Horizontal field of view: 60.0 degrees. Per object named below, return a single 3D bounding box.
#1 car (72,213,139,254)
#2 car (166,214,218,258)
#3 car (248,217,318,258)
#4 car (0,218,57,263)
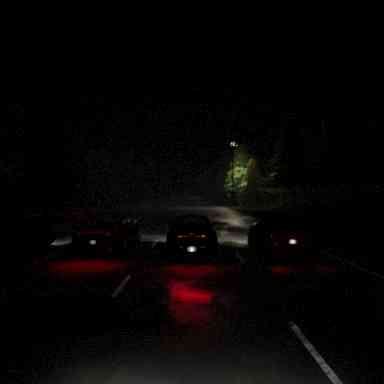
[{"bbox_3d":[-3.487,1.636,14.231,1.882,1.535,5.008,0,0,0],"label":"car"},{"bbox_3d":[0.007,1.657,13.478,1.837,1.490,4.892,0,0,0],"label":"car"},{"bbox_3d":[3.508,1.715,13.537,1.994,1.385,4.181,0,-1,0],"label":"car"},{"bbox_3d":[-7.002,1.687,12.480,2.033,1.411,5.357,0,-1,0],"label":"car"}]
